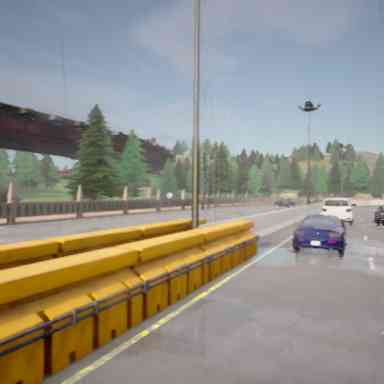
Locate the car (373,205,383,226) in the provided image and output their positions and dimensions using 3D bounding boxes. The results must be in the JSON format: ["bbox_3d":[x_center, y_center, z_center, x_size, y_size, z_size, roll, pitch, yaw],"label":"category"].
[{"bbox_3d":[15.014,1.771,25.338,2.128,1.511,4.902,0,0,27],"label":"car"}]

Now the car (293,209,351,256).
[{"bbox_3d":[5.402,1.650,13.793,1.812,1.442,4.674,0,0,27],"label":"car"}]

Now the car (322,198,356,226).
[{"bbox_3d":[11.450,1.473,26.050,2.150,2.045,5.566,0,0,27],"label":"car"}]
